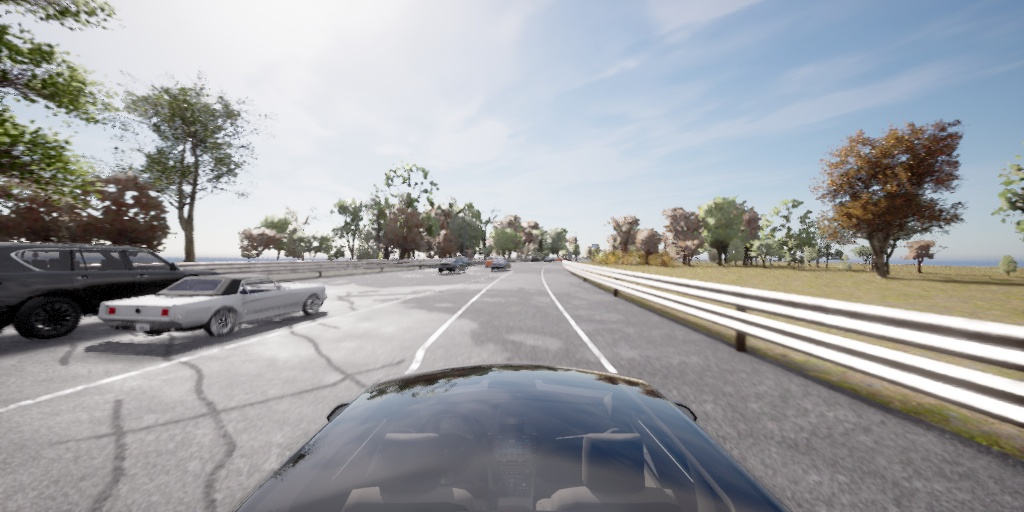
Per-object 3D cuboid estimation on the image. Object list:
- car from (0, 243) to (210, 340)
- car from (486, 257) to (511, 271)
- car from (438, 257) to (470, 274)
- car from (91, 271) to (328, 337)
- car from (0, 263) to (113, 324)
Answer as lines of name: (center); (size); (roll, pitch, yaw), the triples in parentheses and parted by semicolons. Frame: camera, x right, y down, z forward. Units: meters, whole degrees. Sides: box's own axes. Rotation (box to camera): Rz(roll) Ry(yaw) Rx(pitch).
car: (-10.532, 0.737, 9.241); (2.150, 2.045, 5.566); (0, 0, 7)
car: (-1.377, 1.144, 45.575); (2.033, 1.411, 5.357); (0, 0, 10)
car: (-6.259, 1.077, 37.848); (1.837, 1.490, 4.892); (0, 0, 10)
car: (-7.009, 1.129, 9.294); (1.895, 1.301, 4.718); (0, 0, 7)
car: (-14.062, 0.981, 9.148); (1.882, 1.535, 5.008); (0, 0, 7)
